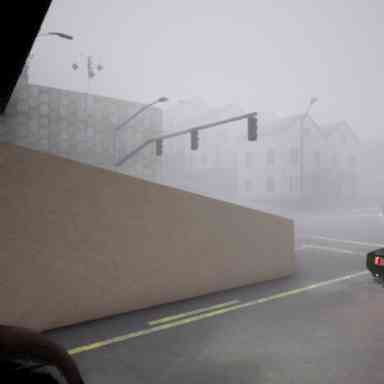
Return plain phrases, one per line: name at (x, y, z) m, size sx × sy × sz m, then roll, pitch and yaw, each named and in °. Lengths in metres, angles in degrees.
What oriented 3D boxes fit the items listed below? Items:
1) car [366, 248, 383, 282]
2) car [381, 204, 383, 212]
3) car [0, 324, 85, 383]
car at (6.479, 1.620, 8.419) m, size 4.718 × 1.301 × 1.895 m, roll 0°, pitch 0°, yaw -36°
car at (23.175, 1.568, 37.447) m, size 4.902 × 1.511 × 2.128 m, roll 0°, pitch 0°, yaw -34°
car at (-3.018, 1.488, 1.601) m, size 4.902 × 1.511 × 2.128 m, roll 0°, pitch 0°, yaw -35°
